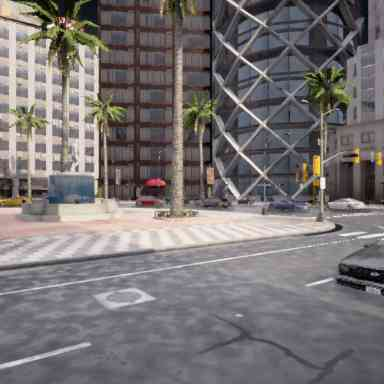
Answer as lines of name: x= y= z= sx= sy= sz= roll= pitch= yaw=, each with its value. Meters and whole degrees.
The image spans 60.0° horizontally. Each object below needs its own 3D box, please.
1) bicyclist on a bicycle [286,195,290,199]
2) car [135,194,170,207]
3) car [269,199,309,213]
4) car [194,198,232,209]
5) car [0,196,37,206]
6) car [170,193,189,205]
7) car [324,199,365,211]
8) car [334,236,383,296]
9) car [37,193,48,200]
bicyclist on a bicycle: x=15.720 y=1.300 z=54.592 sx=0.582 sy=1.620 sz=1.656 roll=0 pitch=0 yaw=42
car: x=-6.208 y=1.352 z=50.537 sx=4.553 sy=1.767 sz=2.097 roll=0 pitch=0 yaw=16
car: x=10.922 y=1.525 z=37.782 sx=1.812 sy=1.442 sz=4.674 roll=0 pitch=0 yaw=-38
car: x=2.877 y=1.547 z=46.113 sx=5.357 sy=1.411 sz=2.033 roll=0 pitch=0 yaw=35
car: x=-28.765 y=1.478 z=54.458 sx=5.008 sy=1.535 sz=1.882 roll=0 pitch=0 yaw=-14
car: x=-3.315 y=1.221 z=57.240 sx=5.566 sy=2.045 sz=2.150 roll=0 pitch=0 yaw=19
car: x=18.316 y=1.525 z=40.170 sx=1.812 sy=1.442 sz=4.674 roll=0 pitch=0 yaw=-36
car: x=5.730 y=1.547 z=8.089 sx=5.357 sy=1.411 sz=2.033 roll=0 pitch=0 yaw=-35
car: x=-25.613 y=1.223 z=58.714 sx=5.566 sy=2.045 sz=2.150 roll=0 pitch=0 yaw=-8
